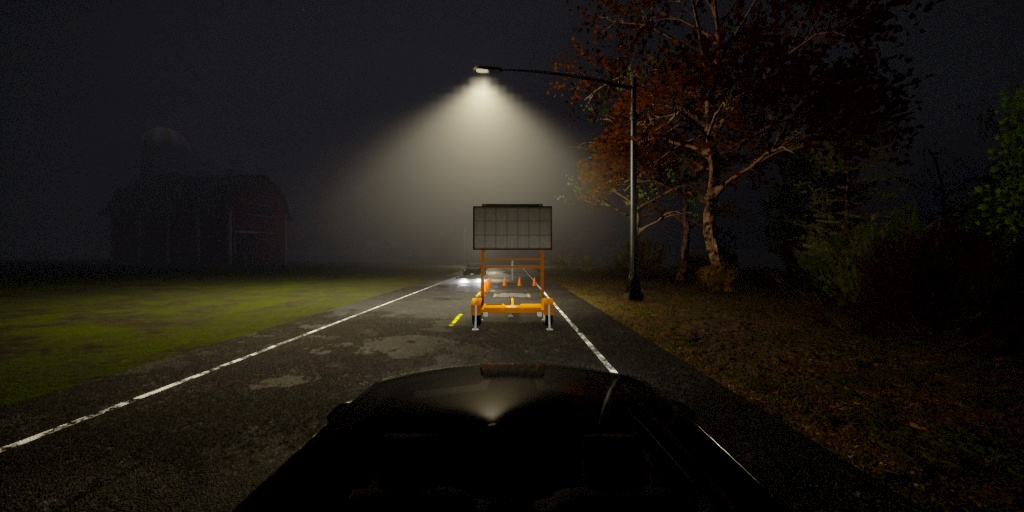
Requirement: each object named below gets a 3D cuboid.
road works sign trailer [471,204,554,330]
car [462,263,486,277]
[{"bbox_3d":[0.012,0.212,11.053,2.380,3.560,2.880,0,0,0],"label":"road works sign trailer"},{"bbox_3d":[-3.605,1.338,34.518,1.895,1.301,4.718,0,0,0],"label":"car"}]
